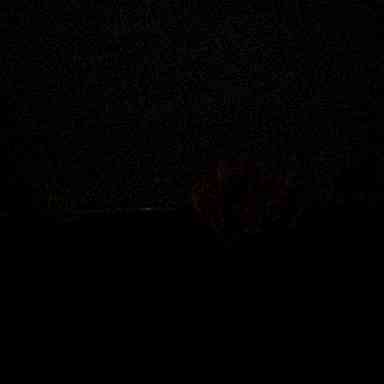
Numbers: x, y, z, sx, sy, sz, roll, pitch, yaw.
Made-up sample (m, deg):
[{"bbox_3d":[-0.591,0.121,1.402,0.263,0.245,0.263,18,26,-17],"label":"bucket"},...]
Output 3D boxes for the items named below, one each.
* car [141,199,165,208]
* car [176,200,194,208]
[{"bbox_3d":[-6.728,2.038,57.986,1.837,1.490,4.892,-1,-1,36],"label":"car"},{"bbox_3d":[-0.644,2.078,60.219,2.033,1.411,5.357,-1,-1,36],"label":"car"}]
